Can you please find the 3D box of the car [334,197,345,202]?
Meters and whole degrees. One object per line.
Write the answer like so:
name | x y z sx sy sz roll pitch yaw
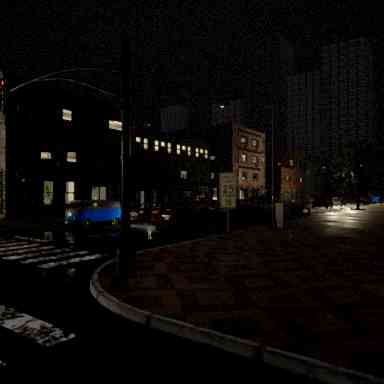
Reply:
car | 38.031 1.936 85.715 1.887 1.381 4.507 -1 -1 35

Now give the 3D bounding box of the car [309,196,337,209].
car | 19.522 1.537 49.550 2.097 1.767 4.553 0 0 35

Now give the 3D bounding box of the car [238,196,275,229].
car | 3.370 1.368 22.269 2.192 1.841 5.009 -1 -1 35

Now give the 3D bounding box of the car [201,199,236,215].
car | 2.915 1.570 36.126 1.967 1.590 4.097 -1 -1 35

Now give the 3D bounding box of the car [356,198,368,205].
car | 32.103 1.801 62.841 2.008 1.369 4.403 -1 -1 35

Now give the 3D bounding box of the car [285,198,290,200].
car | 15.586 1.742 54.018 1.752 1.417 4.829 -1 -1 35

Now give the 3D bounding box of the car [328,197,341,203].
car | 34.839 1.915 81.207 2.008 1.369 4.403 -1 -1 35

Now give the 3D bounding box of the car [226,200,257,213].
car | 6.107 1.701 40.632 2.008 1.369 4.403 -1 -1 35

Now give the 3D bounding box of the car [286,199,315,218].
car | 9.756 1.657 31.284 1.947 1.339 4.313 -1 -1 35

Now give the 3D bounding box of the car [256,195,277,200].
car | 8.345 1.360 39.284 2.150 2.045 5.566 0 0 35

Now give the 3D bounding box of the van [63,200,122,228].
van | -6.663 1.414 22.601 1.690 1.788 3.998 -1 0 35

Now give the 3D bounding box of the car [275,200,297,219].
car | 6.564 1.616 26.776 1.887 1.381 4.507 -1 -1 35

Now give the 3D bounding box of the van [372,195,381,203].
van | 44.871 1.694 80.877 1.690 1.788 3.998 -1 -1 35

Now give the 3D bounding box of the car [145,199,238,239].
car | 0.177 1.350 17.761 2.192 1.841 5.009 -1 -1 35

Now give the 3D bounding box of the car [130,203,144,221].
car | -3.470 1.531 27.109 1.967 1.590 4.097 -1 -1 35

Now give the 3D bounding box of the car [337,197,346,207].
car | 25.392 1.829 57.840 1.895 1.301 4.718 0 0 36
